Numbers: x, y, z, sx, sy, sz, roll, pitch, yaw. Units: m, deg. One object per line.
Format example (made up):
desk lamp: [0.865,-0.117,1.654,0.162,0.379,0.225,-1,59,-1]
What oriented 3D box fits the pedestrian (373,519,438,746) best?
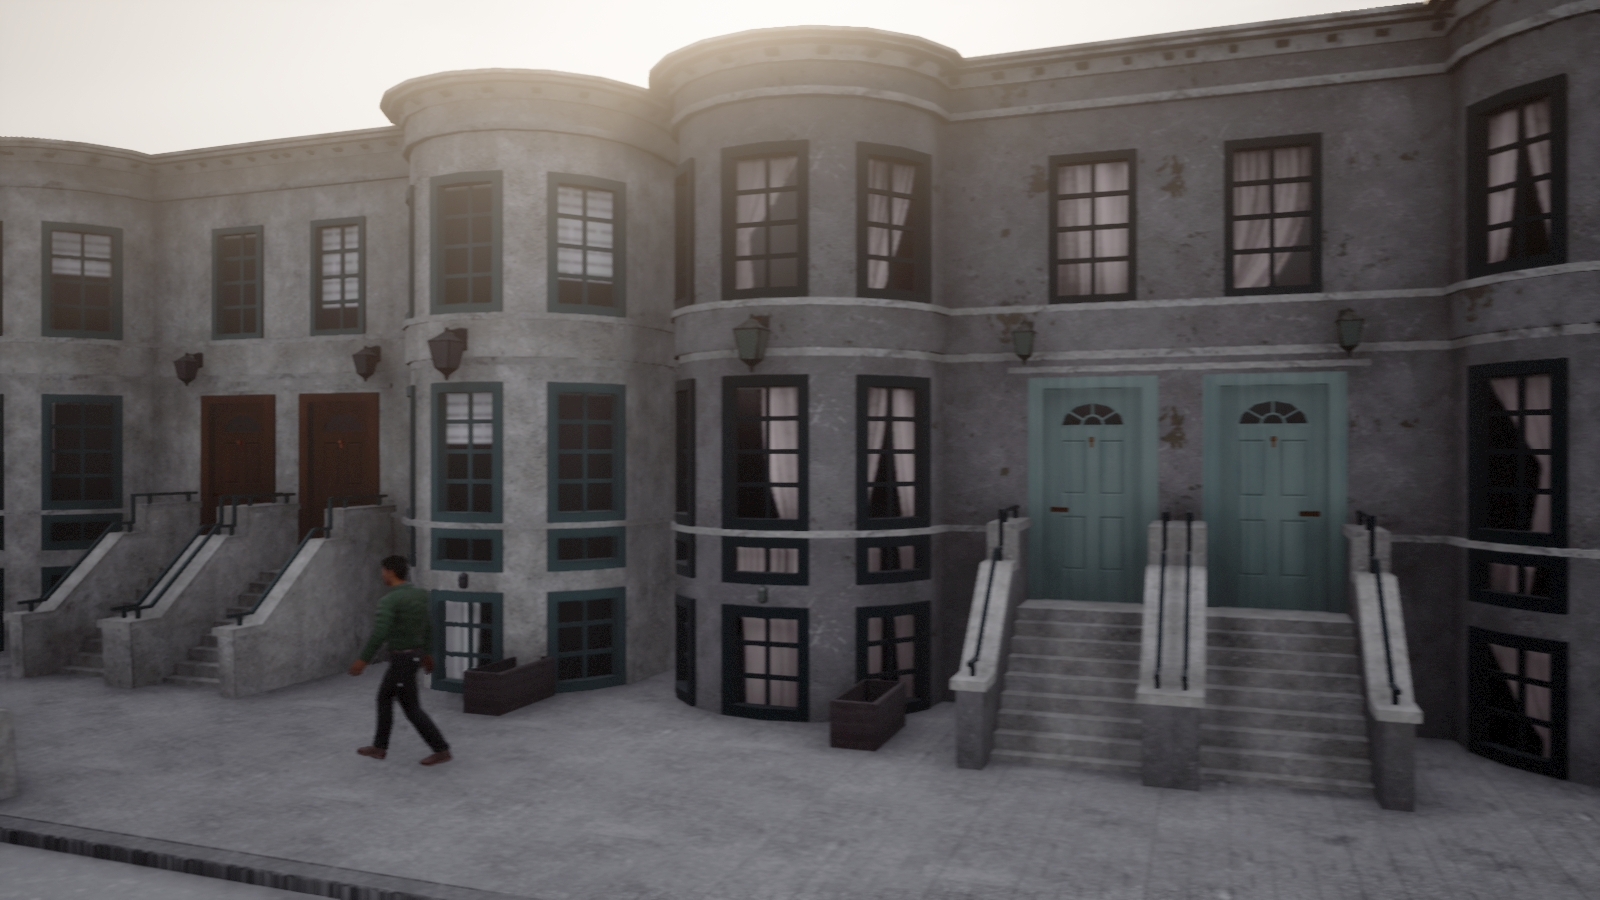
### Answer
pedestrian: [-3.348,1.527,9.709,0.375,1.860,0.375,0,0,13]
